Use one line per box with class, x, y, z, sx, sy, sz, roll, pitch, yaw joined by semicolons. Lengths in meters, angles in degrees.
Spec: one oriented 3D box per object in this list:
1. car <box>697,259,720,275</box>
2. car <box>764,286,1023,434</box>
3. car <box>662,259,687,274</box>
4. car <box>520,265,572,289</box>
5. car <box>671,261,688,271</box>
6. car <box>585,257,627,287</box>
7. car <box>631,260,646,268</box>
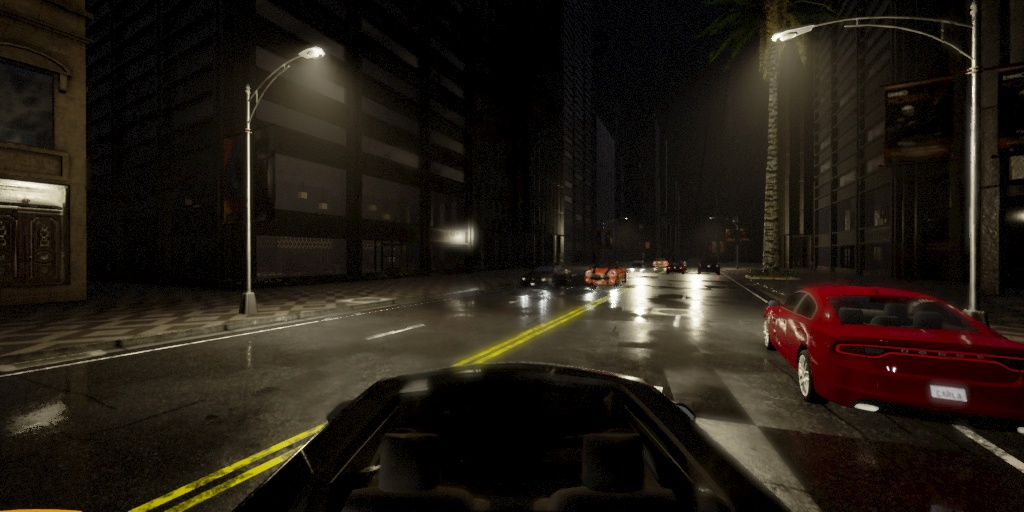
car;21.811;1.123;39.847;2.097;1.767;4.553;0;0;27
car;5.508;1.228;5.796;1.882;1.535;5.008;0;0;27
car;18.607;1.318;40.708;2.033;1.411;5.357;0;0;27
car;2.452;1.303;23.906;2.033;1.411;5.357;0;0;27
car;23.485;1.382;50.212;1.895;1.301;4.718;0;0;27
car;6.566;1.109;24.801;2.097;1.767;4.553;0;0;27
car;21.416;1.393;60.753;1.895;1.301;4.718;0;0;28
